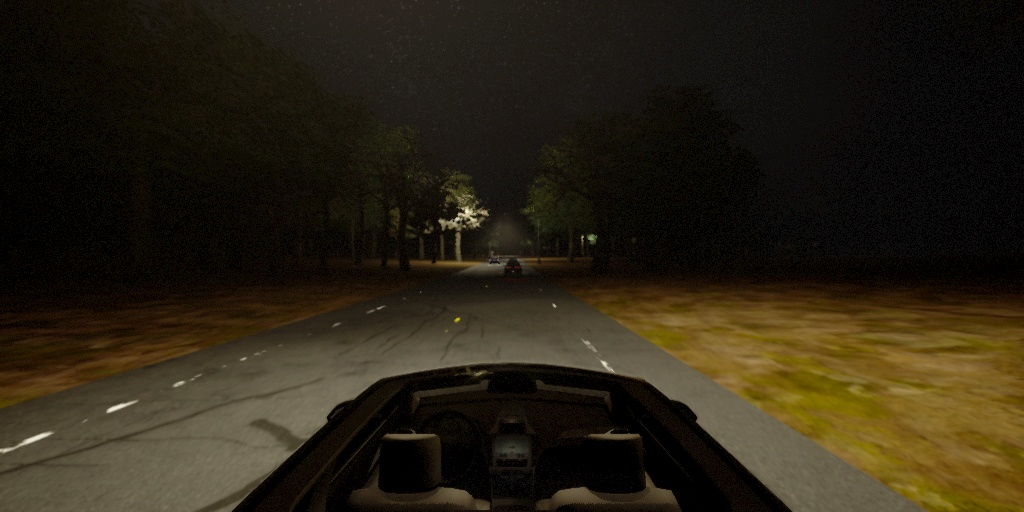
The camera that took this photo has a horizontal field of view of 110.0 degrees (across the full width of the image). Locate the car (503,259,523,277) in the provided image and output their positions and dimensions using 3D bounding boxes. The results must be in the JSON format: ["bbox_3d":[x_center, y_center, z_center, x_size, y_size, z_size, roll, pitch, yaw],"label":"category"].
[{"bbox_3d":[0.116,1.306,37.432,2.128,1.511,4.902,0,0,0],"label":"car"}]
